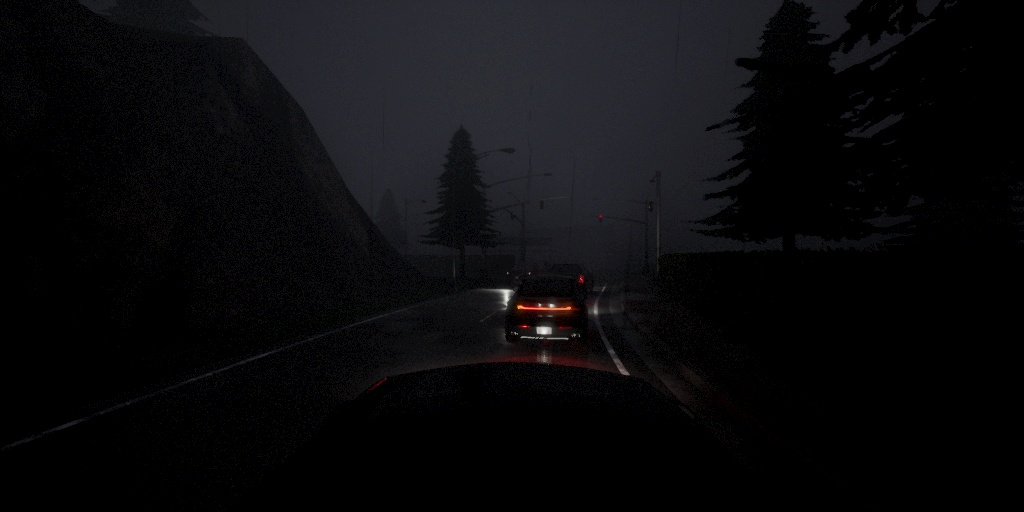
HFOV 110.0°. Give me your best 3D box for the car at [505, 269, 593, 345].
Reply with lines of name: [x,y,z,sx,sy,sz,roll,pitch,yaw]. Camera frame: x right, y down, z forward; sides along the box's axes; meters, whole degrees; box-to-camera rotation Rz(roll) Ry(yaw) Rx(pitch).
car: [1.019,1.255,9.614,1.837,1.490,4.892,0,0,9]

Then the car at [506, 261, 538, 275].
car: [1.002,1.080,24.768,1.812,1.442,4.674,0,0,17]

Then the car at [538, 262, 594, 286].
car: [3.019,1.102,18.535,2.097,1.767,4.553,0,0,17]
